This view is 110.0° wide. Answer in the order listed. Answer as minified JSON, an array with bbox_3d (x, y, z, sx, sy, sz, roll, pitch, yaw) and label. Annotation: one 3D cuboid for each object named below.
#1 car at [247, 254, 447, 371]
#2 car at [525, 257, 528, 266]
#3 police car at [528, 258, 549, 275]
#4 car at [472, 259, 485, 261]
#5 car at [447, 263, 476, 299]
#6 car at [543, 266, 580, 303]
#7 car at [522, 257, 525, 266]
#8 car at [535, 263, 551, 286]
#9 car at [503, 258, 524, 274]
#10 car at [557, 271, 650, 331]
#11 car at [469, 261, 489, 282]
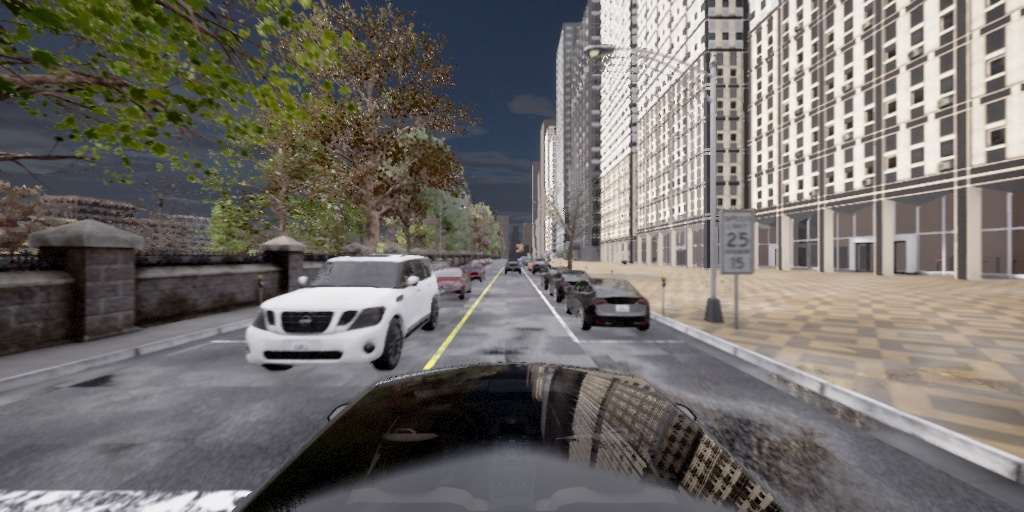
[{"bbox_3d":[-3.098,0.965,8.030,2.150,2.045,5.566,0,0,0],"label":"car"},{"bbox_3d":[3.122,1.073,46.094,2.097,1.767,4.553,0,0,0],"label":"car"},{"bbox_3d":[3.142,1.147,39.233,1.930,1.638,5.238,0,0,0],"label":"police car"},{"bbox_3d":[-5.681,1.266,55.872,1.888,1.381,4.507,0,0,0],"label":"car"},{"bbox_3d":[-3.082,1.260,17.908,1.812,1.442,4.674,0,0,0],"label":"car"},{"bbox_3d":[2.692,1.301,16.445,1.948,1.339,4.313,0,0,0],"label":"car"},{"bbox_3d":[2.701,1.271,61.502,2.007,1.370,4.403,0,0,0],"label":"car"},{"bbox_3d":[2.693,1.297,22.077,1.948,1.339,4.313,0,0,0],"label":"car"},{"bbox_3d":[0.109,1.228,39.932,1.837,1.490,4.892,0,0,0],"label":"car"},{"bbox_3d":[2.690,1.306,10.812,1.948,1.339,4.313,0,0,0],"label":"car"},{"bbox_3d":[-3.087,1.328,28.232,1.895,1.301,4.718,0,0,0],"label":"car"}]
